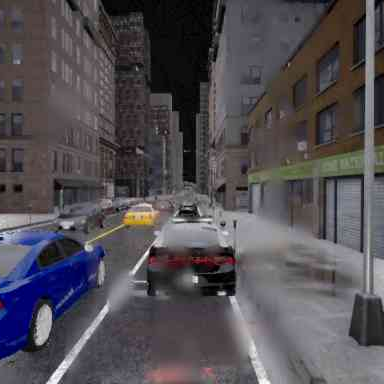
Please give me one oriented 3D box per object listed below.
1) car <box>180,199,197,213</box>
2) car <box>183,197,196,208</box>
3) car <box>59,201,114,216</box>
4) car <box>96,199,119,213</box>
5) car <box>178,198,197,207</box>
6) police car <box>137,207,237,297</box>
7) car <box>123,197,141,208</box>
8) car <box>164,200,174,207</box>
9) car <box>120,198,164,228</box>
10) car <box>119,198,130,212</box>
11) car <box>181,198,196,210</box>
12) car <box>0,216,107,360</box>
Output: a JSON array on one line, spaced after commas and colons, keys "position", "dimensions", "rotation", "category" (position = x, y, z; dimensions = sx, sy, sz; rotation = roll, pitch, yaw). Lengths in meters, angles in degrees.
[{"position": [-0.393, 1.546, 38.589], "dimensions": [1.887, 1.381, 4.507], "rotation": [-1, 0, 0], "category": "car"}, {"position": [-0.393, 1.550, 49.600], "dimensions": [1.887, 1.381, 4.507], "rotation": [-1, 0, 0], "category": "car"}, {"position": [-6.245, 1.489, 18.973], "dimensions": [2.128, 1.511, 4.902], "rotation": [0, 0, 0], "category": "car"}, {"position": [-8.920, 1.439, 33.084], "dimensions": [1.967, 1.590, 4.097], "rotation": [-1, 0, 0], "category": "car"}, {"position": [-0.393, 1.565, 33.084], "dimensions": [1.947, 1.339, 4.313], "rotation": [-1, 0, 0], "category": "car"}, {"position": [-0.011, 1.423, 8.761], "dimensions": [1.930, 1.638, 5.238], "rotation": [0, 0, 0], "category": "police car"}, {"position": [-8.918, 1.549, 49.600], "dimensions": [1.887, 1.381, 4.507], "rotation": [-1, 0, 0], "category": "car"}, {"position": [-3.048, 1.564, 36.217], "dimensions": [1.994, 1.385, 4.181], "rotation": [0, 0, 0], "category": "car"}, {"position": [-3.145, 1.455, 21.915], "dimensions": [1.801, 1.575, 5.366], "rotation": [0, 0, 0], "category": "car"}, {"position": [-8.918, 1.567, 38.589], "dimensions": [1.947, 1.339, 4.313], "rotation": [-1, 0, 0], "category": "car"}, {"position": [-0.393, 1.548, 44.094], "dimensions": [1.887, 1.381, 4.507], "rotation": [-1, 0, 0], "category": "car"}, {"position": [-3.049, 1.476, 6.160], "dimensions": [1.882, 1.535, 5.008], "rotation": [0, 0, 0], "category": "car"}]
